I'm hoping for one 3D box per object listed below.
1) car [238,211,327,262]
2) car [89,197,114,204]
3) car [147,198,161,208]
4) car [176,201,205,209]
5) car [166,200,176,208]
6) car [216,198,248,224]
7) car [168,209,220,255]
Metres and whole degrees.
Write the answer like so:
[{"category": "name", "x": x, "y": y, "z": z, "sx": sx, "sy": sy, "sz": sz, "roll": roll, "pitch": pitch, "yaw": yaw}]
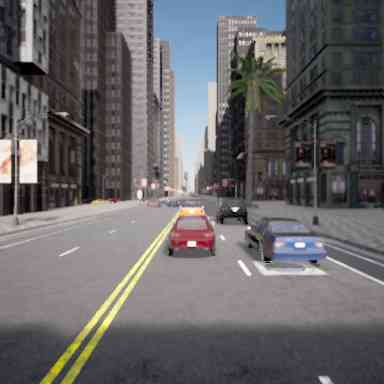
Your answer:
[{"category": "car", "x": 3.249, "y": 1.668, "z": 12.533, "sx": 2.033, "sy": 1.411, "sz": 5.357, "roll": 0, "pitch": -1, "yaw": 0}, {"category": "car", "x": -23.909, "y": 2.616, "z": 87.691, "sx": 4.829, "sy": 1.417, "sz": 1.752, "roll": -1, "pitch": 1, "yaw": 0}, {"category": "car", "x": -6.604, "y": 1.881, "z": 58.160, "sx": 2.097, "sy": 1.767, "sz": 4.553, "roll": 0, "pitch": 0, "yaw": 0}, {"category": "car", "x": -0.006, "y": 1.619, "z": 28.414, "sx": 2.097, "sy": 1.767, "sz": 4.553, "roll": 0, "pitch": -1, "yaw": 0}, {"category": "car", "x": -3.354, "y": 2.094, "z": 58.368, "sx": 1.994, "sy": 1.385, "sz": 4.181, "roll": 0, "pitch": 0, "yaw": 0}, {"category": "car", "x": 3.237, "y": 1.485, "z": 27.567, "sx": 2.150, "sy": 2.045, "sz": 5.566, "roll": 0, "pitch": 0, "yaw": 0}, {"category": "car", "x": 0.009, "y": 1.658, "z": 13.896, "sx": 1.812, "sy": 1.442, "sz": 4.674, "roll": 0, "pitch": 0, "yaw": 0}]
